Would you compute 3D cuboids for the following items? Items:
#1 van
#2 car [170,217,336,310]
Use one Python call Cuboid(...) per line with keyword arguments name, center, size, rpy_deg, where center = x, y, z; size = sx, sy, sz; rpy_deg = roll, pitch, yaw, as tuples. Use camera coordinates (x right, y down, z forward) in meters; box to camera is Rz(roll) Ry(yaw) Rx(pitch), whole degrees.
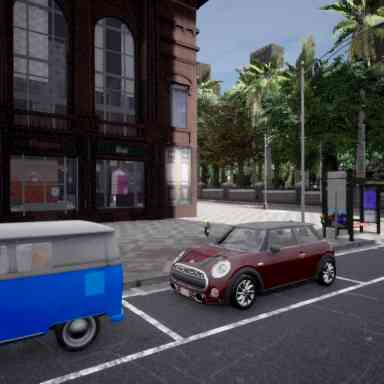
Cuboid(name="van", center=(-2.941, 1.341, 4.557), size=(3.998, 1.788, 1.690), rpy_deg=(0, 0, -36))
Cuboid(name="car", center=(1.475, 1.439, 7.710), size=(4.097, 1.590, 1.967), rpy_deg=(0, 0, -36))
